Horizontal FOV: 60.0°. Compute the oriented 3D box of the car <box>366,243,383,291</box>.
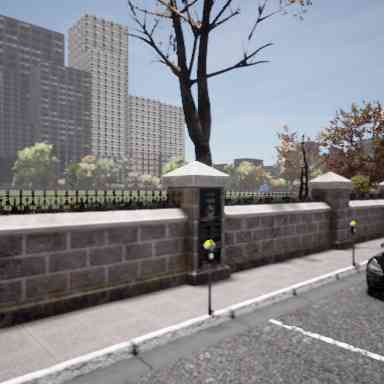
[{"bbox_3d":[5.773,1.564,7.938,4.313,1.339,1.947,0,0,-41],"label":"car"}]
